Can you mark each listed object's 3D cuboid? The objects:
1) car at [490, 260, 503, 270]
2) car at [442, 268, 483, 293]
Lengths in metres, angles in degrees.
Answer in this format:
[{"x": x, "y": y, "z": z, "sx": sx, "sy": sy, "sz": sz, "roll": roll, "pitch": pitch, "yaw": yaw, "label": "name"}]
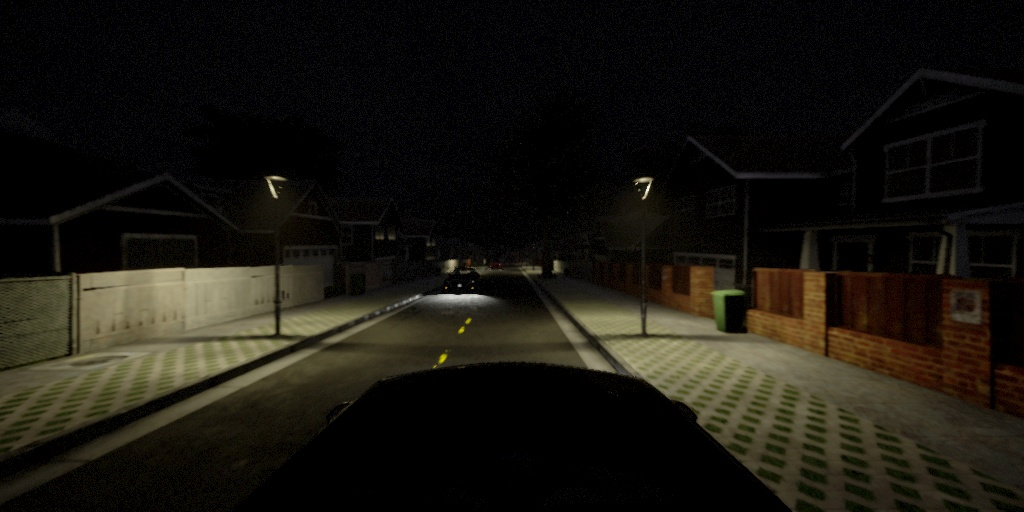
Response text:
[{"x": -2.752, "y": 1.426, "z": 62.663, "sx": 2.097, "sy": 1.767, "sz": 4.553, "roll": 0, "pitch": 0, "yaw": 1, "label": "car"}, {"x": -2.839, "y": 1.413, "z": 21.326, "sx": 1.994, "sy": 1.385, "sz": 4.181, "roll": 0, "pitch": 0, "yaw": 0, "label": "car"}]
